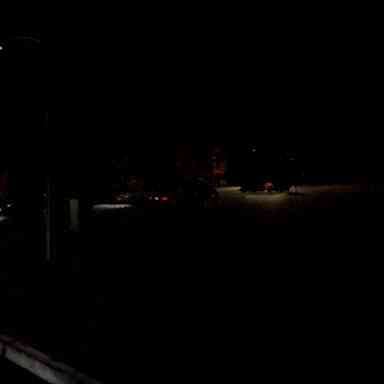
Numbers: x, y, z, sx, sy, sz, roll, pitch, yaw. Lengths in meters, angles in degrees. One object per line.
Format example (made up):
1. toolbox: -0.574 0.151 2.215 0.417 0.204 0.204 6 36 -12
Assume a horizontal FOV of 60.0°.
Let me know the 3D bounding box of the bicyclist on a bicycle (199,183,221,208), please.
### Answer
1. bicyclist on a bicycle: 1.099 0.235 21.037 1.656 1.620 0.582 -1 2 34

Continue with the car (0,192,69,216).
1. car: -10.799 0.730 22.987 1.812 1.442 4.674 0 3 35

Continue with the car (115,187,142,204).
1. car: -5.127 0.268 31.320 1.812 1.442 4.674 0 3 34

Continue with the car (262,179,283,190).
1. car: 13.202 -1.225 54.241 2.097 1.767 4.553 0 2 30

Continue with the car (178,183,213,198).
1. car: 0.453 -0.216 39.850 1.837 1.490 4.892 0 3 33

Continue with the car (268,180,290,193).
1. car: 11.942 -0.688 45.707 2.033 1.411 5.357 0 2 32

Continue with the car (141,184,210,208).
1. car: -1.071 0.392 25.317 2.033 1.411 5.357 0 2 34

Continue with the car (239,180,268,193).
1. car: 8.327 -0.607 46.030 2.033 1.411 5.357 0 2 32
